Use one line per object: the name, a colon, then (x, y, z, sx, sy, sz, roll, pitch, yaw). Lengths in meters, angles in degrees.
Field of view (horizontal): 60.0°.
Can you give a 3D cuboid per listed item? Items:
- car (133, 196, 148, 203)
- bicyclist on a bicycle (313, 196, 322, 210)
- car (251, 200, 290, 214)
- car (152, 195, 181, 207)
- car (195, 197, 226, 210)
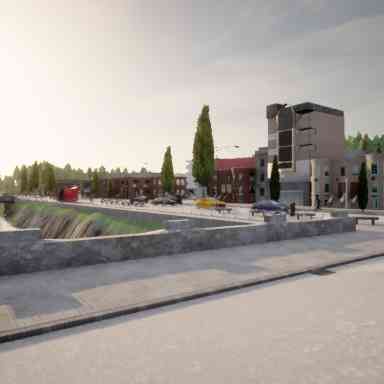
car: (-10.693, 1.526, 68.586, 1.812, 1.442, 4.674, 0, 0, -36)
bicyclist on a bicycle: (14.992, 1.349, 39.699, 1.656, 1.620, 0.582, 0, 0, -35)
car: (8.254, 1.526, 34.717, 1.812, 1.442, 4.674, 0, 0, -36)
car: (-4.440, 1.548, 52.605, 2.033, 1.411, 5.357, 0, 0, -35)
car: (2.383, 1.478, 42.954, 1.882, 1.535, 5.008, 0, 0, -35)
